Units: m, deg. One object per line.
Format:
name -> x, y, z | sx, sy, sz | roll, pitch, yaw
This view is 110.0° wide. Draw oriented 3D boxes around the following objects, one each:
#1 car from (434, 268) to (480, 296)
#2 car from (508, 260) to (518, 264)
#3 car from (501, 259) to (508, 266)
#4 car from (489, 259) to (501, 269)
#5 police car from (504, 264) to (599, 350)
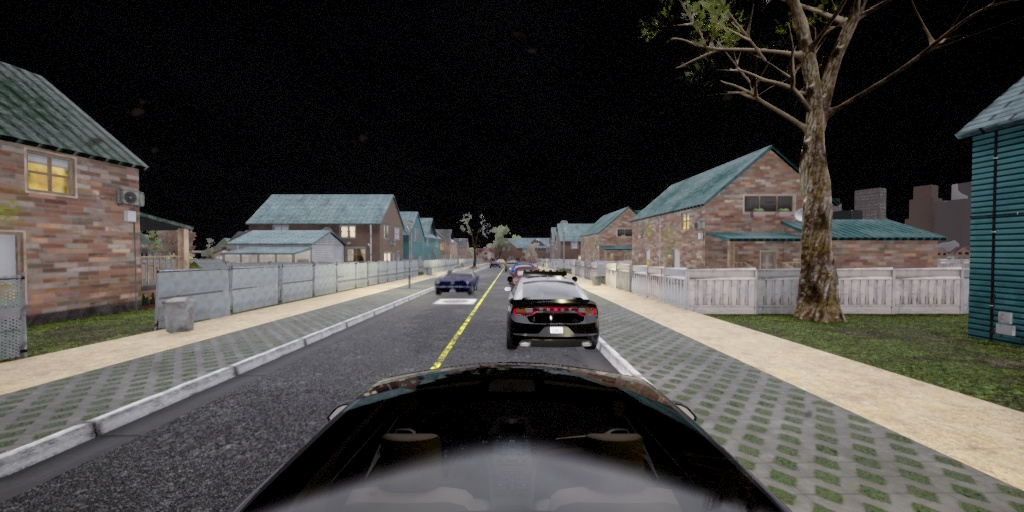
car -> -2.851, 1.357, 19.376 | 1.895, 1.301, 4.718 | 0, 0, 0
car -> 0.823, 1.242, 25.132 | 1.882, 1.535, 5.008 | 0, 0, 0
car -> 0.031, 1.301, 47.617 | 2.128, 1.511, 4.902 | 0, 0, 0
car -> -2.840, 1.454, 60.403 | 1.895, 1.301, 4.718 | 0, 0, 0
police car -> 0.826, 1.175, 9.238 | 1.930, 1.638, 5.238 | 0, 0, 0
